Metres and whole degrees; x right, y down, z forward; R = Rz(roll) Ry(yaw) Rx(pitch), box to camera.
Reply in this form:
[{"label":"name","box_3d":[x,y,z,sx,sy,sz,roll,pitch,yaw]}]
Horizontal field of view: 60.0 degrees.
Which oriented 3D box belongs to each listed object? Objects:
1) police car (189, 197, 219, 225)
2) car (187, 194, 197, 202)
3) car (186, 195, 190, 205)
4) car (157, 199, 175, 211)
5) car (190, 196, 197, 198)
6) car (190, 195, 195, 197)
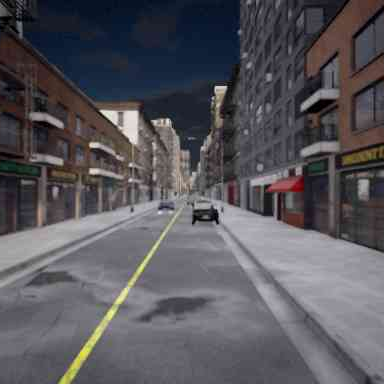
[{"label":"police car","box_3d":[0.905,1.425,24.240,1.930,1.638,5.238,0,0,0]},{"label":"car","box_3d":[0.014,1.357,74.258,2.097,1.767,4.553,0,0,0]},{"label":"car","box_3d":[0.011,1.584,59.287,2.033,1.411,5.357,0,0,0]},{"label":"car","box_3d":[-3.079,1.558,40.591,2.033,1.411,5.357,0,0,0]},{"label":"car","box_3d":[0.907,1.483,34.131,1.882,1.535,5.008,0,0,0]},{"label":"car","box_3d":[0.908,1.466,40.321,1.801,1.575,5.366,0,0,0]}]
